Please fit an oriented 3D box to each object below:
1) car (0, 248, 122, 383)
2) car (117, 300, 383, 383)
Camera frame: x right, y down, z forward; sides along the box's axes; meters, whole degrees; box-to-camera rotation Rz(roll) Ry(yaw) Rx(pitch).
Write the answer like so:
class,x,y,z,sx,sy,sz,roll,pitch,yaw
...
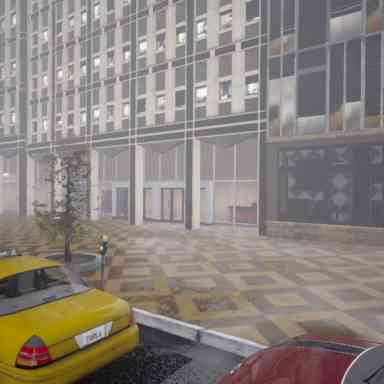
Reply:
class,x,y,z,sx,sy,sz,roll,pitch,yaw
car,-2.944,1.524,4.967,4.829,1.417,1.752,0,1,36
car,1.820,1.440,1.566,4.097,1.590,1.967,0,1,36
